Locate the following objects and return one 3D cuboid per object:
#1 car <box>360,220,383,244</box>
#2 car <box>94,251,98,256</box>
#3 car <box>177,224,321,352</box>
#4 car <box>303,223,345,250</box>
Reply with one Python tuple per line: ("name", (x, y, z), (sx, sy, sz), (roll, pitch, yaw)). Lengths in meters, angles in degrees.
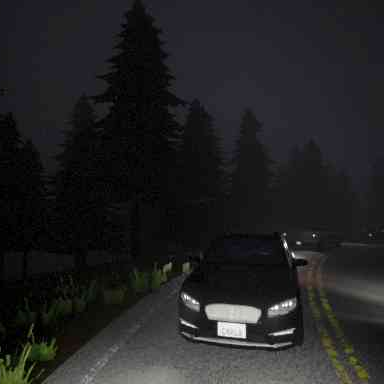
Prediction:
("car", (15.914, 3.230, 26.489), (5.566, 2.045, 2.150), (8, -8, -28))
("car", (-20.221, 13.650, 73.008), (4.181, 1.381, 1.994), (-2, -5, 31))
("car", (1.138, 1.562, 6.627), (2.128, 1.511, 4.902), (-1, -2, 15))
("car", (6.536, 2.311, 17.749), (1.895, 1.301, 4.718), (-3, -6, 39))
